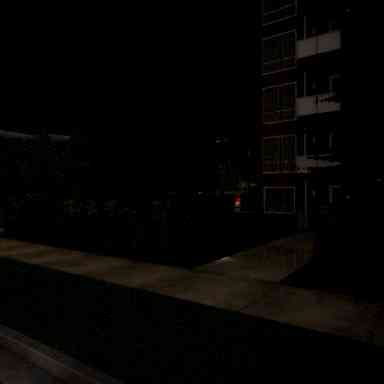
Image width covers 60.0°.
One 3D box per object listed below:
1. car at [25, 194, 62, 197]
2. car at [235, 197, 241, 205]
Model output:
[{"bbox_3d":[-13.542,1.222,32.316,2.150,2.045,5.566,0,0,36],"label":"car"},{"bbox_3d":[9.302,1.476,58.069,1.882,1.535,5.008,0,0,36],"label":"car"}]
